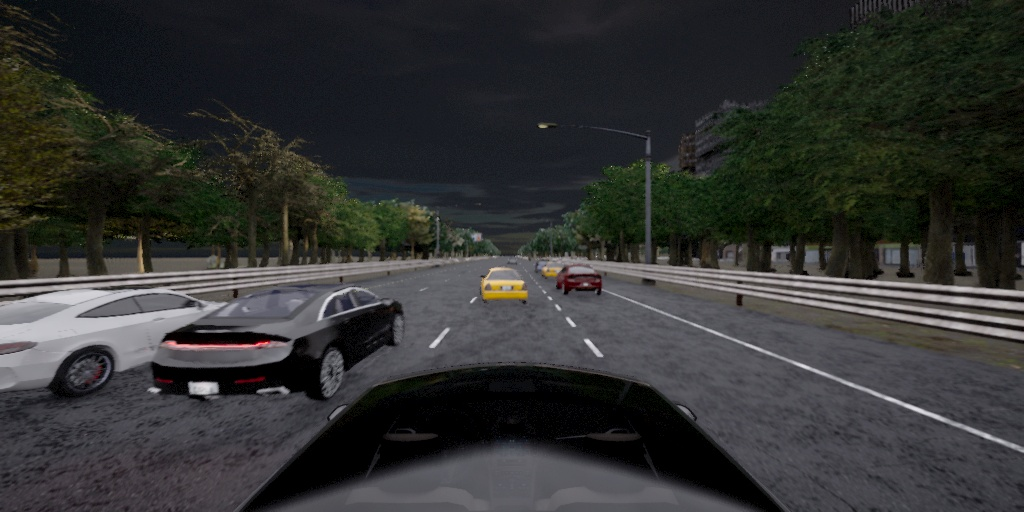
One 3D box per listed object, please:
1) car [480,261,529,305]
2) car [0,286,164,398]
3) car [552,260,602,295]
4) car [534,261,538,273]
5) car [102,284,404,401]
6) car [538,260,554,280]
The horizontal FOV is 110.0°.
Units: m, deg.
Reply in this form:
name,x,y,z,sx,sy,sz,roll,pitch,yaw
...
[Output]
name,x,y,z,sx,sy,sz,roll,pitch,yaw
car,-0.426,1.180,15.995,1.801,1.575,5.366,0,0,-6
car,-6.896,1.267,6.384,1.812,1.442,4.674,0,0,0
car,3.526,1.196,19.584,1.882,1.535,5.008,0,0,0
car,3.573,1.225,41.584,2.033,1.411,5.357,0,0,0
car,-3.397,1.234,6.376,2.128,1.511,4.902,0,0,0
car,3.550,1.154,30.774,1.801,1.575,5.366,0,0,0
